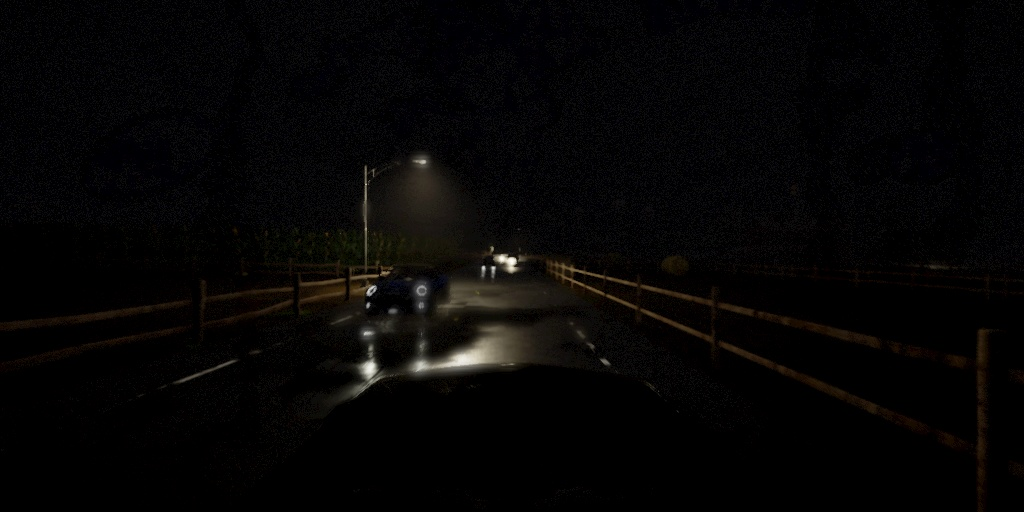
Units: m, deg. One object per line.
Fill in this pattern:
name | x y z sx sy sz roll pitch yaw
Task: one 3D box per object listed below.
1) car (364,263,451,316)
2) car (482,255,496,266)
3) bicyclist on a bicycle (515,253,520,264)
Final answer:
car | -3.605 1.076 13.097 2.097 1.767 4.553 0 0 0
car | -3.584 0.689 55.861 1.837 1.490 4.892 0 2 0
bicyclist on a bicycle | 0.927 0.490 60.946 0.866 1.612 1.509 0 1 0
